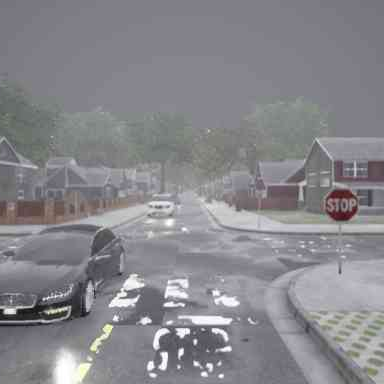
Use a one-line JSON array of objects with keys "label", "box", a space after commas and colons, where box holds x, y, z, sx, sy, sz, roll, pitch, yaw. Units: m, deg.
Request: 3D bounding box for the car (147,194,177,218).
[{"label": "car", "box": [-2.778, 1.219, 30.495, 2.150, 2.045, 5.566, 0, 0, 0]}]

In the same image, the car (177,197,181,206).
[{"label": "car", "box": [-2.801, 1.459, 54.880, 1.812, 1.442, 4.674, 0, 0, 0]}]

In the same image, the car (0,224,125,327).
[{"label": "car", "box": [-2.759, 1.554, 7.475, 1.837, 1.490, 4.892, 0, 0, 0]}]
